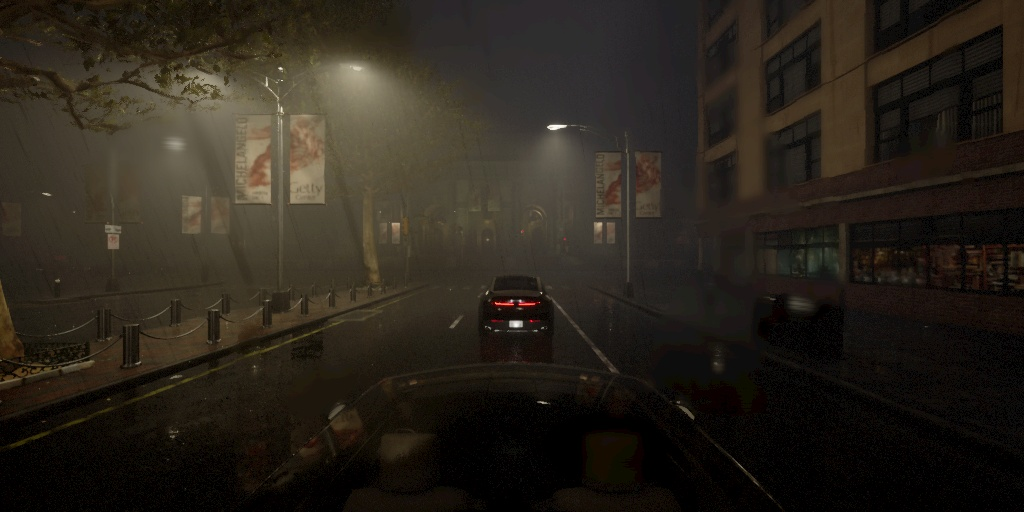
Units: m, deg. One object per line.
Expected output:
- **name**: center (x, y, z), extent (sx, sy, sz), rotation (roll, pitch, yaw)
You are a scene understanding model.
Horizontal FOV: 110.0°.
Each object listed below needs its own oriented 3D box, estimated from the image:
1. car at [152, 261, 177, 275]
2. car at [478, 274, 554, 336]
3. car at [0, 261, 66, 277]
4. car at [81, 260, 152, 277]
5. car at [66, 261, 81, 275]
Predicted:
- **car**: center (-38.886, 1.228, 38.376), extent (5.008, 1.535, 1.882), rotation (0, 0, 0)
- **car**: center (0.126, 1.255, 10.340), extent (1.837, 1.490, 4.892), rotation (0, 0, 1)
- **car**: center (-47.252, 1.255, 34.903), extent (4.892, 1.490, 1.837), rotation (0, 0, 0)
- **car**: center (-38.392, 1.314, 34.870), extent (4.181, 1.385, 1.994), rotation (0, 0, 0)
- **car**: center (-48.136, 1.242, 38.411), extent (4.902, 1.511, 2.128), rotation (0, 0, 0)
